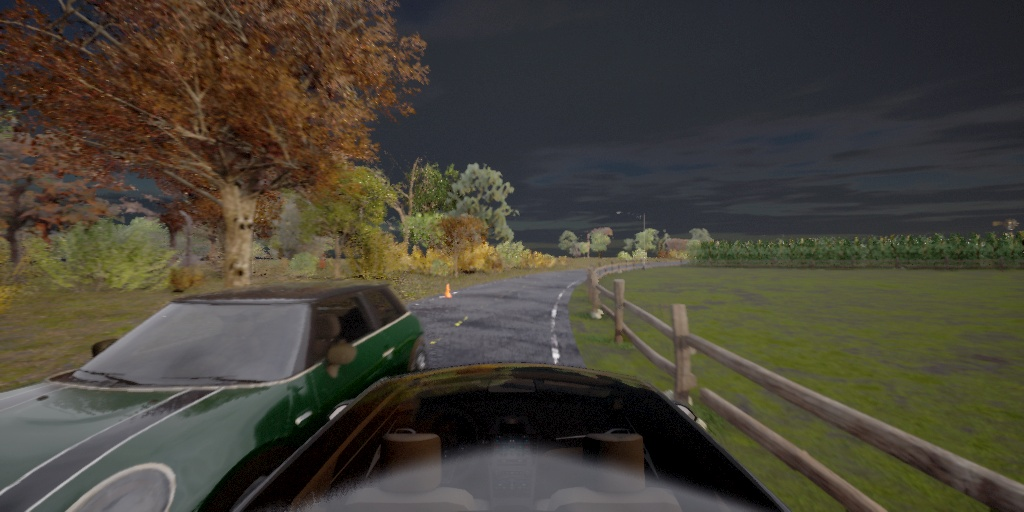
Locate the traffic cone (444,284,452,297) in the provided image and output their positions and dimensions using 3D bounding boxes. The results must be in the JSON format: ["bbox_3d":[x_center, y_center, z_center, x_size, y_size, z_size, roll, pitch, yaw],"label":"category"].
[{"bbox_3d":[-3.079,1.657,17.155,0.340,0.580,0.340,0,0,11],"label":"traffic cone"}]

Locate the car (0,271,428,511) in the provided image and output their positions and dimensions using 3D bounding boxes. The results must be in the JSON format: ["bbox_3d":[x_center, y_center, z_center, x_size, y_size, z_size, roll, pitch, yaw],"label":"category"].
[{"bbox_3d":[-2.343,1.083,3.357,2.097,1.767,4.553,1,0,2],"label":"car"}]
